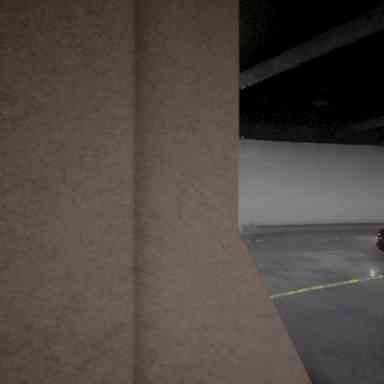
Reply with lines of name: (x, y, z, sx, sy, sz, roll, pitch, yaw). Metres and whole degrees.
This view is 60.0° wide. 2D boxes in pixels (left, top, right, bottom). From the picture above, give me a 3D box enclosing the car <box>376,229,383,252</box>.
car: (9.077, 1.513, 11.960, 5.008, 1.535, 1.882, 0, 0, -16)
